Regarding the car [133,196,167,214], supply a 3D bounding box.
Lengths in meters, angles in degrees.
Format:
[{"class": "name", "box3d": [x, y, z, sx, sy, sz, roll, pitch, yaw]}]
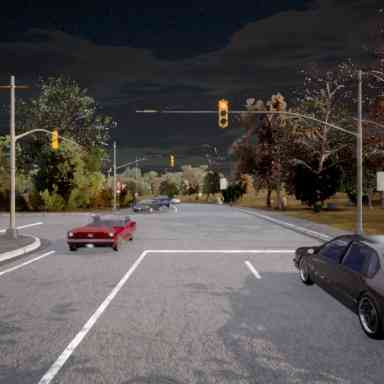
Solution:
[{"class": "car", "box3d": [-4.694, 1.524, 36.057, 1.837, 1.490, 4.892, 1, 0, 15]}]

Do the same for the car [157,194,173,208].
[{"class": "car", "box3d": [-4.565, 1.403, 51.560, 2.150, 2.045, 5.566, 0, 0, -5]}]

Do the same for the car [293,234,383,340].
[{"class": "car", "box3d": [3.609, 1.547, 6.472, 2.033, 1.411, 5.357, 0, 0, 0]}]

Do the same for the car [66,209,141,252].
[{"class": "car", "box3d": [-3.585, 1.601, 13.960, 1.895, 1.301, 4.718, 0, 0, 0]}]

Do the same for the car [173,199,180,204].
[{"class": "car", "box3d": [-4.423, 2.365, 83.323, 1.812, 1.442, 4.674, 0, -1, -22]}]

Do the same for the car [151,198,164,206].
[{"class": "car", "box3d": [-7.093, 2.041, 68.369, 2.128, 1.511, 4.902, 0, -1, -12]}]
